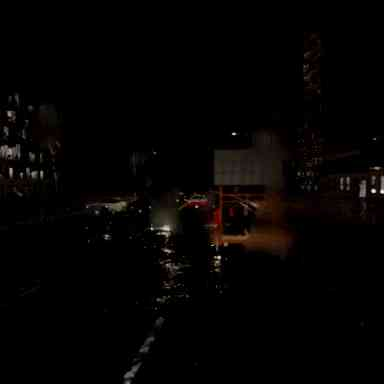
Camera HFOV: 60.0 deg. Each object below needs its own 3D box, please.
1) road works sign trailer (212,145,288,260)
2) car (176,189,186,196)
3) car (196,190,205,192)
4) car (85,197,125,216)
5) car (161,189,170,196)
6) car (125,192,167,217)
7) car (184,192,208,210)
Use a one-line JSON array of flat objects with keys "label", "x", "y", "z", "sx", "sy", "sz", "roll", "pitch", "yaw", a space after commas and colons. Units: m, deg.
[{"label": "road works sign trailer", "x": 1.906, "y": 0.212, "z": 11.445, "sx": 2.380, "sy": 3.560, "sz": 2.880, "roll": 0, "pitch": 1, "yaw": 6}, {"label": "car", "x": -2.175, "y": 0.089, "z": 66.931, "sx": 1.812, "sy": 1.442, "sz": 4.674, "roll": 0, "pitch": 1, "yaw": -1}, {"label": "car", "x": 1.315, "y": 0.376, "z": 52.926, "sx": 1.812, "sy": 1.442, "sz": 4.674, "roll": 0, "pitch": 1, "yaw": 2}, {"label": "car", "x": -6.599, "y": 1.097, "z": 25.913, "sx": 1.895, "sy": 1.301, "sz": 4.718, "roll": 0, "pitch": 1, "yaw": 5}, {"label": "car", "x": -5.411, "y": 0.141, "z": 66.508, "sx": 2.033, "sy": 1.411, "sz": 5.357, "roll": 0, "pitch": 1, "yaw": -1}, {"label": "car", "x": -3.400, "y": 1.012, "z": 25.427, "sx": 1.812, "sy": 1.442, "sz": 4.674, "roll": 0, "pitch": 1, "yaw": 5}, {"label": "car", "x": 0.557, "y": 0.931, "z": 31.407, "sx": 1.895, "sy": 1.301, "sz": 4.718, "roll": 0, "pitch": 1, "yaw": 4}]
